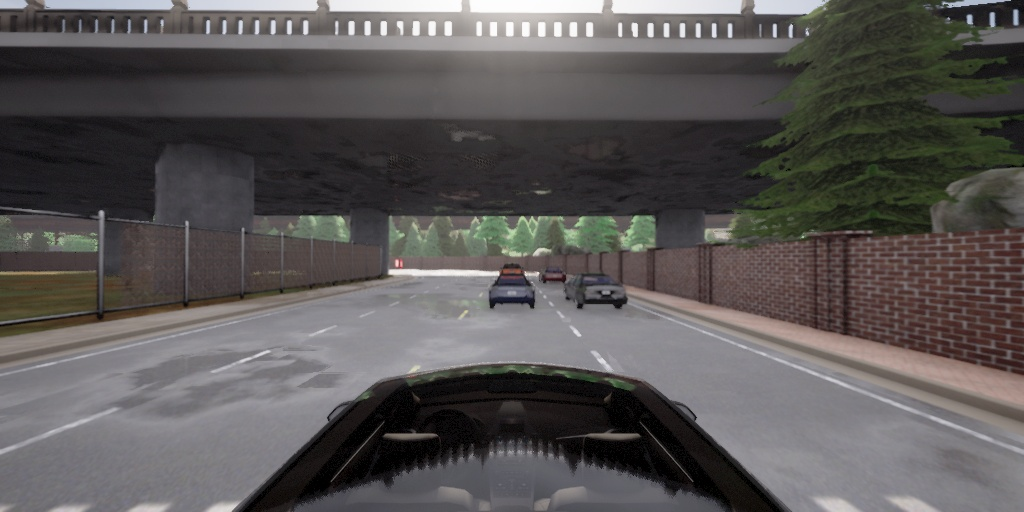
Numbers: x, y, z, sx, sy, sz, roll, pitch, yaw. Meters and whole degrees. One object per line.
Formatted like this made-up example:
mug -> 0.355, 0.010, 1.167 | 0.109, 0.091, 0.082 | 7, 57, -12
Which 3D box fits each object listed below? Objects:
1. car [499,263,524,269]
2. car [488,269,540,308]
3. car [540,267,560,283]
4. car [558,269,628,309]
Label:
car -> -0.011, 1.383, 30.942 | 2.097, 1.767, 4.553 | 0, -1, 0
car -> 0.005, 1.455, 16.206 | 1.994, 1.385, 4.181 | 0, 0, 0
car -> 3.479, 1.599, 31.154 | 1.994, 1.385, 4.181 | 0, -1, -1
car -> 3.502, 1.434, 15.854 | 2.033, 1.411, 5.357 | 0, -1, 0
